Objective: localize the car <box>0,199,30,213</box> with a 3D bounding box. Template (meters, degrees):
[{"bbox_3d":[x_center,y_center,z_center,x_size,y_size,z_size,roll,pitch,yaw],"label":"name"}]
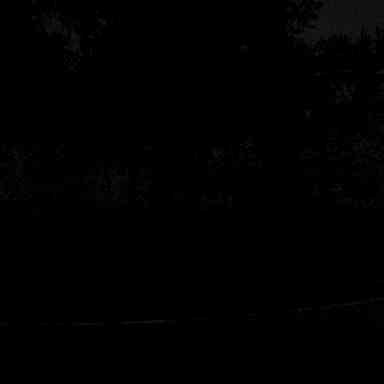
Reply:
[{"bbox_3d":[-18.996,1.505,33.672,1.837,1.490,4.892,0,0,35],"label":"car"}]
